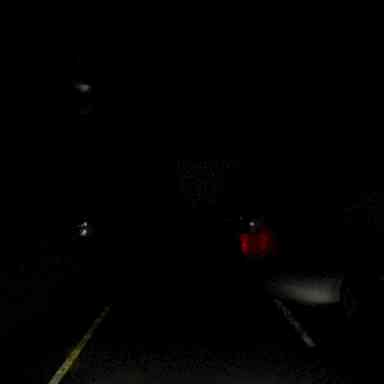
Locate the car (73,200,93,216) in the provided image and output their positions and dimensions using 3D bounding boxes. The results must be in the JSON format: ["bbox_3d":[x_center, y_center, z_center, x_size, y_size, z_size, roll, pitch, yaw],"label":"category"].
[{"bbox_3d":[-10.589,1.530,32.880,1.837,1.490,4.892,0,0,0],"label":"car"}]

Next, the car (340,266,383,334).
[{"bbox_3d":[3.601,1.529,4.134,1.812,1.442,4.674,0,0,0],"label":"car"}]

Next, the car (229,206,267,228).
[{"bbox_3d":[3.605,1.617,22.195,1.895,1.301,4.718,0,0,0],"label":"car"}]

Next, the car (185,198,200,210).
[{"bbox_3d":[0.110,1.510,42.930,1.882,1.535,5.008,0,0,0],"label":"car"}]
